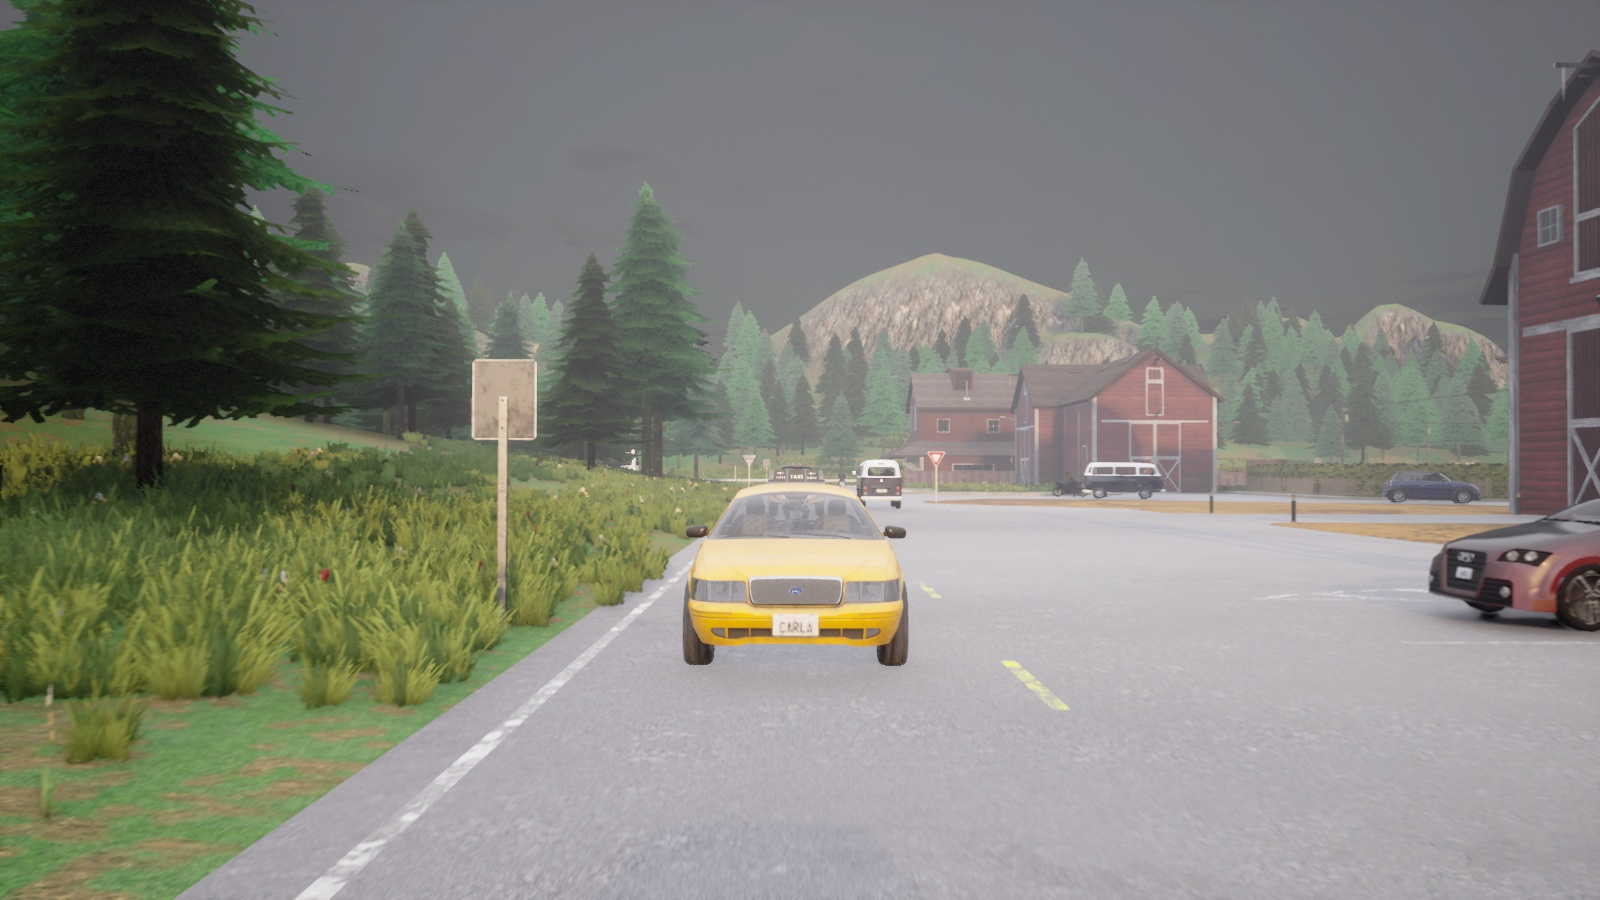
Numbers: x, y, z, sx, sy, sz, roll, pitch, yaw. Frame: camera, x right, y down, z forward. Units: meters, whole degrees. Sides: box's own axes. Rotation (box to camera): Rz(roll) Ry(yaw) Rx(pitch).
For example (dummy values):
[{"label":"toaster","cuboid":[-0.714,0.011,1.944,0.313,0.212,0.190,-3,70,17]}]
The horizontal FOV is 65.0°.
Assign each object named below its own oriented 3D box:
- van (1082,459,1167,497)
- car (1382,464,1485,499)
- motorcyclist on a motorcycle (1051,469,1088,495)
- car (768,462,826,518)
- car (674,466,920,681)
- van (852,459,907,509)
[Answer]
[{"label":"van","cuboid":[18.105,1.569,70.037,4.480,2.038,2.069,0,-1,16]},{"label":"car","cuboid":[32.958,1.628,65.503,4.553,1.767,2.097,0,-1,19]},{"label":"motorcyclist on a motorcycle","cuboid":[15.941,1.900,74.253,2.044,1.523,0.797,0,-1,17]},{"label":"car","cuboid":[-0.108,1.375,44.393,1.932,1.855,4.605,0,-1,0]},{"label":"car","cuboid":[-0.029,0.953,11.924,1.801,1.575,5.366,0,-1,0]},{"label":"van","cuboid":[3.368,1.428,53.988,2.069,2.038,4.480,0,-1,0]}]
